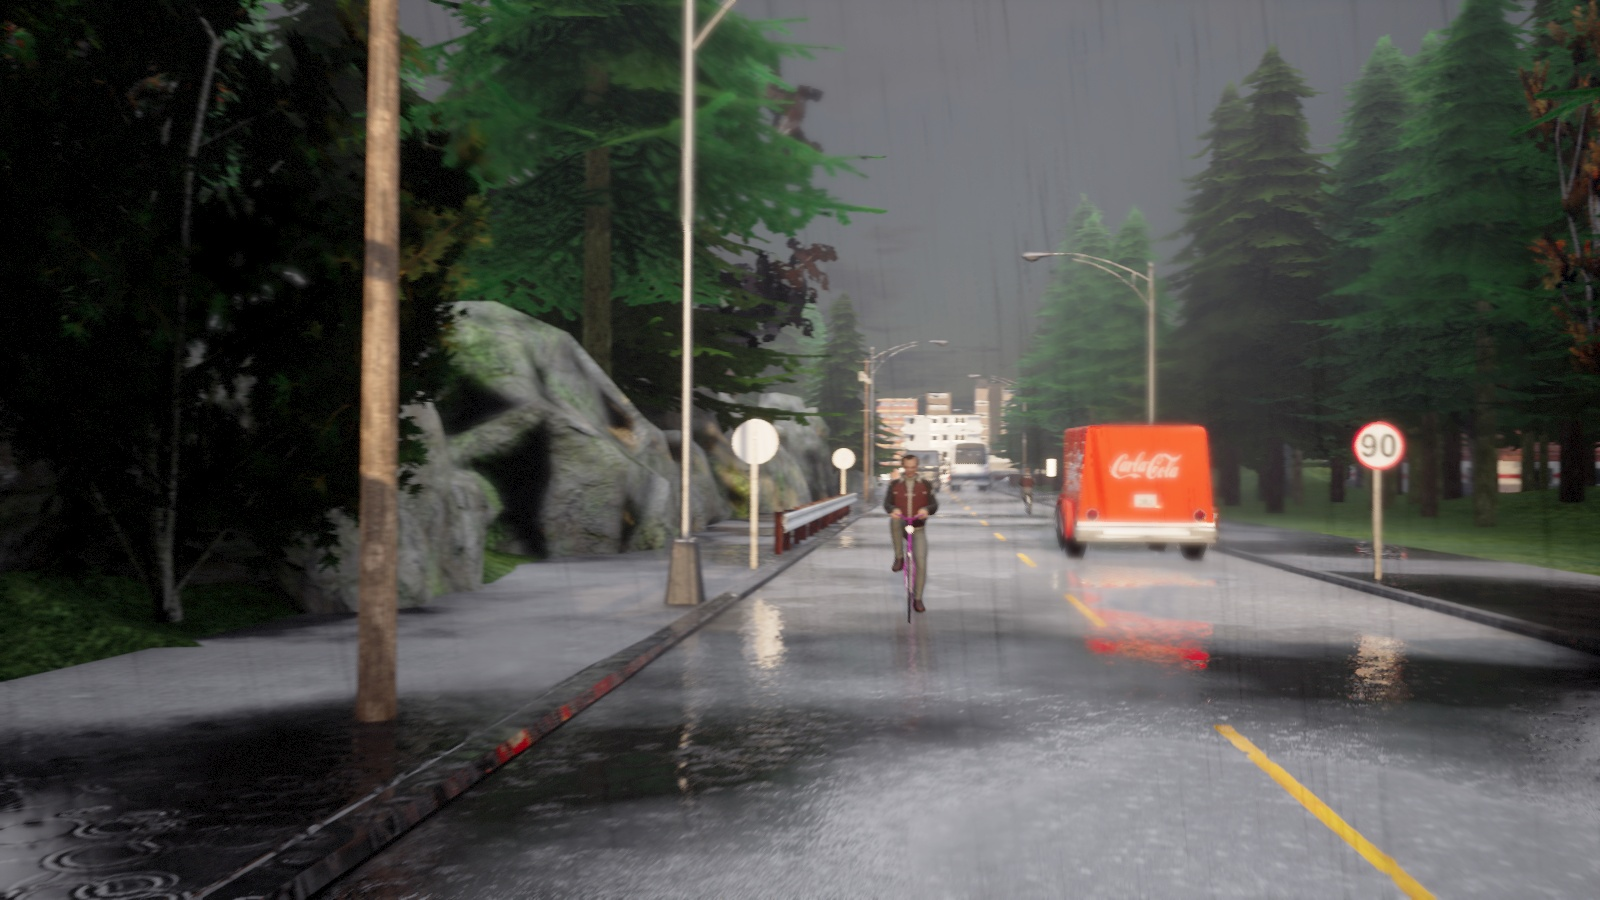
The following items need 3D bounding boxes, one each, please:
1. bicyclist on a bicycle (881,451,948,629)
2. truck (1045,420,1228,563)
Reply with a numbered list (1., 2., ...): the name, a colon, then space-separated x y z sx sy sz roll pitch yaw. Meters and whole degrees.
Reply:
1. bicyclist on a bicycle: 1.235 0.919 13.490 0.659 1.776 1.843 0 -1 6
2. truck: 6.360 0.750 24.453 2.627 2.467 5.204 0 -1 6
